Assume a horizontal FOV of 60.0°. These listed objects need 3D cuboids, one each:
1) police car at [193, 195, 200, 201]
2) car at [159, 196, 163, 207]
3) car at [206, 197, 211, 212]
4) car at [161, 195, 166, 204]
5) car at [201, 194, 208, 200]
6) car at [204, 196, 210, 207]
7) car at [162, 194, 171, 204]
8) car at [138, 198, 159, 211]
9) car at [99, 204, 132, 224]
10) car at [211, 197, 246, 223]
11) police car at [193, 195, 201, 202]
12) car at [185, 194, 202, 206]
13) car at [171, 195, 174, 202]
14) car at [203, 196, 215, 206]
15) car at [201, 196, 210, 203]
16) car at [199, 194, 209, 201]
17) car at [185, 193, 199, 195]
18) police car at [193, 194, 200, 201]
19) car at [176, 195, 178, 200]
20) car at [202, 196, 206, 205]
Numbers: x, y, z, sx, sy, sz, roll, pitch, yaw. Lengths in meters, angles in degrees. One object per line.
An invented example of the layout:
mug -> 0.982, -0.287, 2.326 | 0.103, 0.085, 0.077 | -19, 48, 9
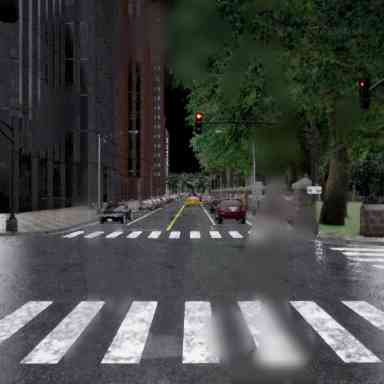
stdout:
police car -> 1.151, 1.511, 85.988 | 1.930, 1.638, 5.238 | 0, 0, 0
car -> -5.616, 1.616, 47.062 | 1.802, 1.307, 4.206 | 0, 0, 0
car -> 2.875, 1.588, 36.129 | 1.947, 1.339, 4.313 | 0, 0, 0
car -> -5.599, 1.623, 52.519 | 1.802, 1.307, 4.206 | 0, 0, 0
car -> 2.926, 1.481, 52.499 | 1.967, 1.590, 4.097 | 0, 0, 0
car -> 2.892, 1.579, 41.586 | 2.008, 1.369, 4.403 | 0, 0, 0
car -> -5.565, 1.635, 63.433 | 1.802, 1.307, 4.206 | 0, 0, 0
car -> -5.633, 1.579, 41.605 | 2.008, 1.369, 4.403 | 0, 0, 0
car -> -5.685, 1.576, 25.234 | 1.947, 1.339, 4.313 | 0, 0, 0
car -> 2.841, 1.326, 25.217 | 2.192, 1.841, 5.009 | 0, 0, 0
police car -> 1.138, 1.495, 75.988 | 1.930, 1.638, 5.238 | 0, 0, 0
car -> 0.223, 1.521, 55.251 | 1.882, 1.535, 5.008 | 0, 0, 0
car -> -5.547, 1.375, 68.890 | 2.192, 1.841, 5.009 | 0, 0, 0
car -> 2.943, 1.487, 57.956 | 1.967, 1.590, 4.097 | 0, 0, 0
car -> 2.995, 1.593, 74.495 | 1.752, 1.417, 4.829 | 0, 0, 0
car -> 3.029, 1.400, 85.238 | 2.192, 1.841, 5.009 | 0, 0, 0
car -> 0.204, 1.277, 65.377 | 2.150, 2.045, 5.566 | 0, 0, 0
police car -> 1.188, 1.521, 91.988 | 1.930, 1.638, 5.238 | 0, 0, 0
car -> -5.479, 1.533, 90.718 | 1.967, 1.590, 4.097 | 0, 0, 0
car -> 2.909, 1.585, 47.042 | 2.008, 1.369, 4.403 | 0, 0, 0
